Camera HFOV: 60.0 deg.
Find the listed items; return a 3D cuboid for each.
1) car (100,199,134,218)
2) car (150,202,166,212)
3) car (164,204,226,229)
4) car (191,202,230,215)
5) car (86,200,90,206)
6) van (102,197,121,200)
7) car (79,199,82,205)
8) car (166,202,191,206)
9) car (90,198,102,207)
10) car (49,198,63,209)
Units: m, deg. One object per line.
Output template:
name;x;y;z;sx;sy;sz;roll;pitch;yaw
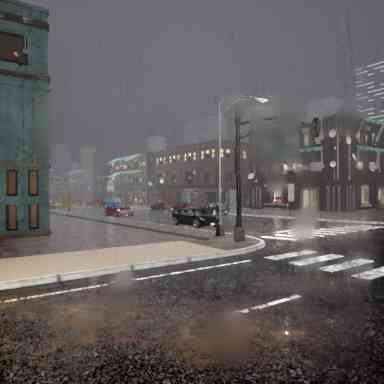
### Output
car;-7.804;1.846;35.521;1.967;1.590;4.097;-1;0;-35
car;-4.160;1.966;44.883;1.802;1.307;4.206;-1;0;-35
car;0.118;1.814;24.125;1.947;1.339;4.313;-1;0;-35
car;2.235;1.809;35.847;2.008;1.369;4.403;-2;0;-35
car;-20.152;2.228;67.471;1.887;1.381;4.507;-1;0;-35
van;-13.760;1.907;58.435;1.690;1.788;3.998;-1;0;-35
car;-26.548;2.364;76.507;1.947;1.339;4.313;-1;0;-35
car;-0.962;1.904;40.366;1.802;1.307;4.206;-2;0;-35
car;-16.959;1.940;62.953;2.192;1.841;5.009;-1;0;-35
car;-23.694;2.233;57.971;1.752;1.417;4.829;-1;0;-35
